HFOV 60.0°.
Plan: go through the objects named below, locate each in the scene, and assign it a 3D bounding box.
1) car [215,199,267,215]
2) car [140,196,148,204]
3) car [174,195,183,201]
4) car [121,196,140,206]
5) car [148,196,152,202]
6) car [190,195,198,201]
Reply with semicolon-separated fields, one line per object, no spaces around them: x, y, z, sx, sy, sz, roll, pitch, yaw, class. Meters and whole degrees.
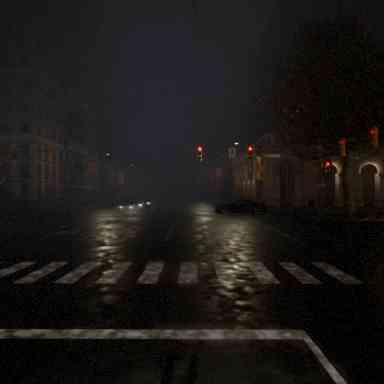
4.817;1.473;32.911;5.008;1.535;1.882;0;0;0;car
-10.332;1.592;64.776;1.895;1.301;4.718;0;0;1;car
-3.110;1.438;78.670;2.128;1.511;4.902;0;0;1;car
-10.408;1.470;55.152;1.882;1.535;5.008;0;0;1;car
-10.160;1.585;74.937;1.895;1.301;4.718;0;0;1;car
0.389;1.439;78.626;2.128;1.511;4.902;0;0;1;car
